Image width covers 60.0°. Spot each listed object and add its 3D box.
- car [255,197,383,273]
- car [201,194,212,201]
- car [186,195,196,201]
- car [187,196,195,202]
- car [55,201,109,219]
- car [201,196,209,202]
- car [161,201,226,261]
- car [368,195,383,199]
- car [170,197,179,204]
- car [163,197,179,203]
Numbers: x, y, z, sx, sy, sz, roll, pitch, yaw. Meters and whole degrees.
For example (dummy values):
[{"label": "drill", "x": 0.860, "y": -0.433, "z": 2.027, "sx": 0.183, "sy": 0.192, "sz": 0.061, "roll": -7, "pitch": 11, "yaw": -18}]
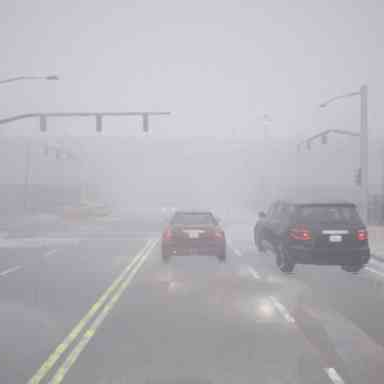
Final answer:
[{"label": "car", "x": 3.556, "y": 1.251, "z": 10.921, "sx": 2.150, "sy": 2.045, "sz": 5.566, "roll": 0, "pitch": 0, "yaw": 0}, {"label": "car", "x": 3.322, "y": 1.408, "z": 75.342, "sx": 2.150, "sy": 2.045, "sz": 5.566, "roll": 0, "pitch": 0, "yaw": 0}, {"label": "car", "x": -0.180, "y": 1.555, "z": 76.009, "sx": 2.097, "sy": 1.767, "sz": 4.553, "roll": 0, "pitch": 0, "yaw": 0}, {"label": "car", "x": -0.204, "y": 1.707, "z": 86.032, "sx": 1.882, "sy": 1.535, "sz": 5.008, "roll": 0, "pitch": 0, "yaw": 0}, {"label": "car", "x": -9.681, "y": 1.530, "z": 29.166, "sx": 5.008, "sy": 1.535, "sz": 1.882, "roll": 0, "pitch": -1, "yaw": 22}, {"label": "car", "x": 3.296, "y": 1.754, "z": 86.040, "sx": 1.812, "sy": 1.442, "sz": 4.674, "roll": 0, "pitch": 0, "yaw": 0}, {"label": "car", "x": 0.033, "y": 1.386, "z": 12.572, "sx": 2.097, "sy": 1.767, "sz": 4.553, "roll": 0, "pitch": 0, "yaw": -1}, {"label": "car", "x": 14.431, "y": 1.228, "z": 23.112, "sx": 5.566, "sy": 2.045, "sz": 2.150, "roll": 0, "pitch": 0, "yaw": 1}, {"label": "car", "x": -3.668, "y": 1.714, "z": 71.006, "sx": 1.812, "sy": 1.442, "sz": 4.674, "roll": 0, "pitch": 0, "yaw": 0}, {"label": "car", "x": -3.695, "y": 1.749, "z": 55.430, "sx": 1.895, "sy": 1.301, "sz": 4.718, "roll": 0, "pitch": 0, "yaw": 0}]
